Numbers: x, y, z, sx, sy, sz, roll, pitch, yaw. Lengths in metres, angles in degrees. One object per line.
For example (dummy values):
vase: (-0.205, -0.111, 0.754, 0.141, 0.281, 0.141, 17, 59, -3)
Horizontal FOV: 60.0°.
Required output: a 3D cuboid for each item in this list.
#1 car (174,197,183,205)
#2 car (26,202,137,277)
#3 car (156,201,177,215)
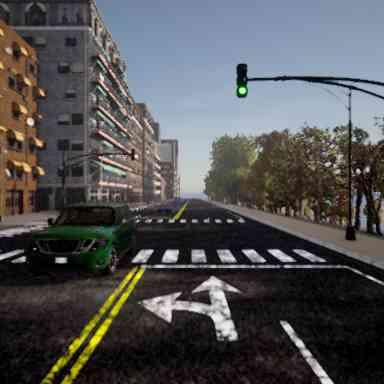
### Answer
car: (-3.193, 2.126, 79.841, 2.150, 2.045, 5.566, 0, -1, 0)
car: (-3.248, 1.374, 11.024, 2.150, 2.045, 5.566, 0, -1, 0)
car: (-3.222, 2.059, 40.087, 1.895, 1.301, 4.718, 0, 0, 0)
